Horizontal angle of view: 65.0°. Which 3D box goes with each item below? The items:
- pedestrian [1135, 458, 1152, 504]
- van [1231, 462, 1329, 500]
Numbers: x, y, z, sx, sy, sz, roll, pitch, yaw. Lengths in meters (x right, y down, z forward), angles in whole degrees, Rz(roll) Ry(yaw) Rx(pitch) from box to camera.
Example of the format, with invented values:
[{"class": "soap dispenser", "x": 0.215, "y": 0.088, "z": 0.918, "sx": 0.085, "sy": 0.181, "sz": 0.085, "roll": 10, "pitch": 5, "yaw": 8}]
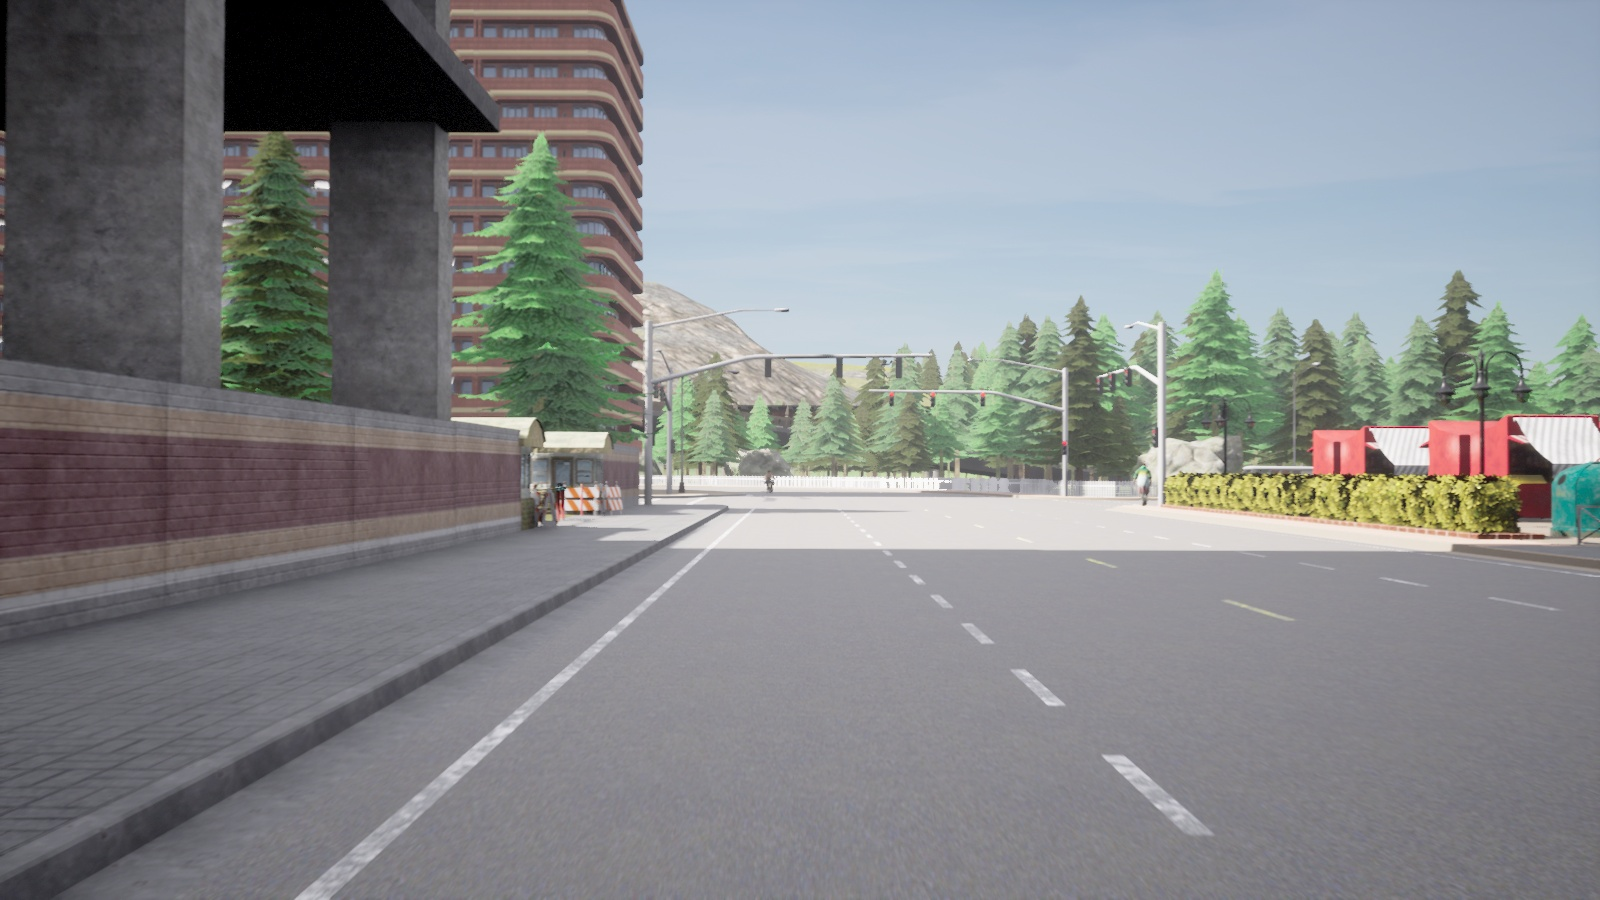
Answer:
[{"class": "pedestrian", "x": 14.552, "y": 1.301, "z": 53.192, "sx": 0.659, "sy": 1.952, "sz": 0.873, "roll": -1, "pitch": -1, "yaw": 16}, {"class": "van", "x": 25.194, "y": 1.627, "z": 66.000, "sx": 4.442, "sy": 1.987, "sz": 1.775, "roll": 0, "pitch": -1, "yaw": 0}]
